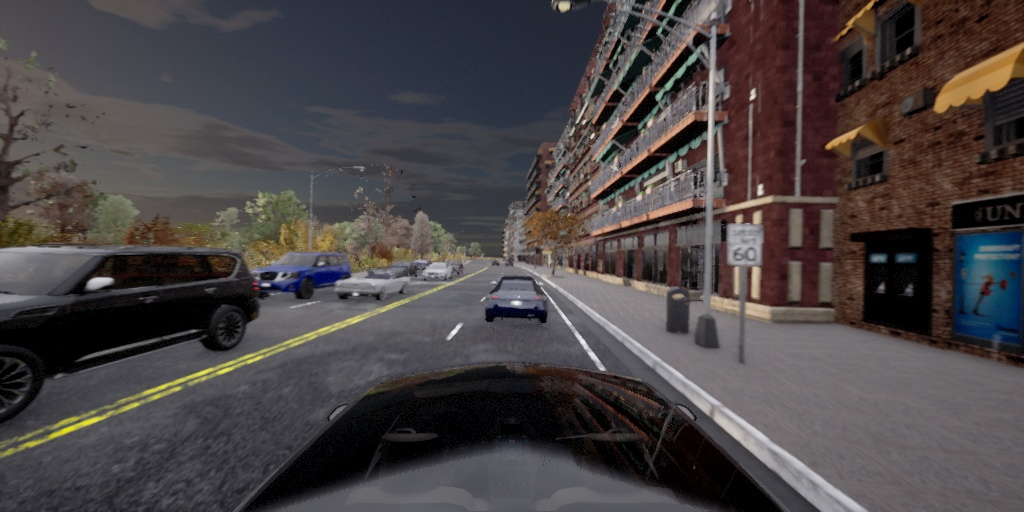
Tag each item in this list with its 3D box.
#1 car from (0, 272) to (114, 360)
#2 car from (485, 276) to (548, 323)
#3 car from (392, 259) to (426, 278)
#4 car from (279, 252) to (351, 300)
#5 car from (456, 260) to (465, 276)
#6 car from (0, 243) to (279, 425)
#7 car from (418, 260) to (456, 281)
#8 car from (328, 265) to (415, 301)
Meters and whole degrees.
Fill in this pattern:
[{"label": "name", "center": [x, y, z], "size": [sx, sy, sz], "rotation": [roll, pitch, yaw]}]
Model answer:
[{"label": "car", "center": [-9.862, 1.060, 5.246], "size": [2.033, 1.411, 5.357], "rotation": [1, 0, 1]}, {"label": "car", "center": [0.177, 1.383, 12.652], "size": [1.994, 1.385, 4.181], "rotation": [1, 0, 1]}, {"label": "car", "center": [-9.392, 1.162, 31.067], "size": [2.128, 1.511, 4.902], "rotation": [1, 0, 1]}, {"label": "car", "center": [-9.582, 0.810, 16.830], "size": [2.150, 2.045, 5.566], "rotation": [1, -1, 1]}, {"label": "car", "center": [-6.046, 1.125, 37.048], "size": [2.128, 1.511, 4.902], "rotation": [1, 0, 0]}, {"label": "car", "center": [-6.615, 0.820, 5.607], "size": [2.150, 2.045, 5.566], "rotation": [1, 0, 0]}, {"label": "car", "center": [-6.161, 1.276, 30.114], "size": [1.812, 1.442, 4.674], "rotation": [1, 0, -1]}, {"label": "car", "center": [-6.342, 1.271, 16.826], "size": [1.895, 1.301, 4.718], "rotation": [1, 0, 1]}]
